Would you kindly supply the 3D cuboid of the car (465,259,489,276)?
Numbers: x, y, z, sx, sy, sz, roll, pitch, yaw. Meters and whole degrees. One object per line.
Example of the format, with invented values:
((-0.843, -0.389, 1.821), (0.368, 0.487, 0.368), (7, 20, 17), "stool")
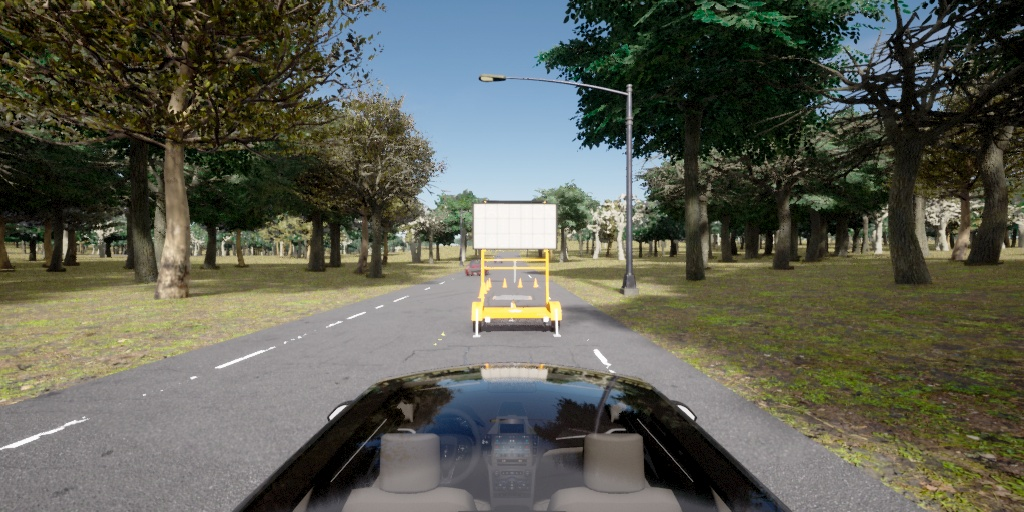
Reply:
((-3.563, 1.137, 36.839), (2.097, 1.767, 4.553), (0, 0, 0), "car")

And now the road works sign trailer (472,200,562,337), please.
((0.079, 0.221, 10.297), (2.380, 3.560, 2.880), (0, 0, -2), "road works sign trailer")
